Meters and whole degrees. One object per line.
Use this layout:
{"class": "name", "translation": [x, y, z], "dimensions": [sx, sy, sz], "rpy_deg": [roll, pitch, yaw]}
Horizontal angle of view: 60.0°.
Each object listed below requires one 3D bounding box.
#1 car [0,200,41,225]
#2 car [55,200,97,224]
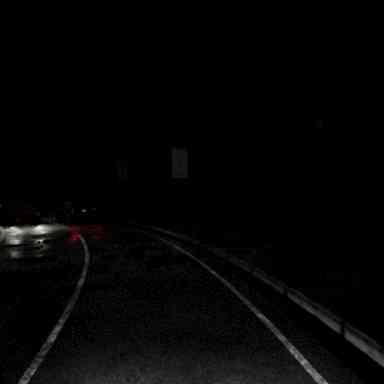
{"class": "car", "translation": [-12.417, 1.466, 24.001], "dimensions": [1.882, 1.535, 5.008], "rpy_deg": [1, 0, -39]}
{"class": "car", "translation": [-8.893, 1.365, 25.356], "dimensions": [2.097, 1.767, 4.553], "rpy_deg": [0, 0, -35]}
